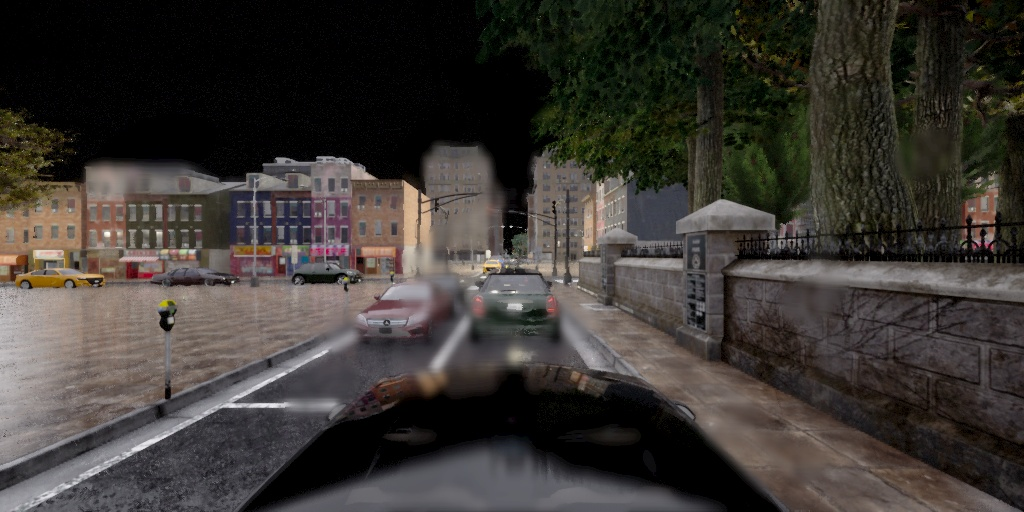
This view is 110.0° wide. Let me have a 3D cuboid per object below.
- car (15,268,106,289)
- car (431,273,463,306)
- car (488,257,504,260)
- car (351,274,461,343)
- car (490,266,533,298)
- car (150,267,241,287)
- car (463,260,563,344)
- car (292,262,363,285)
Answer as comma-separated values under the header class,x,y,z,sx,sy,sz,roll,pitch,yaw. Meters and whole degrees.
class,x,y,z,sx,sy,sz,roll,pitch,yaw
car,-32.791,1.625,26.135,5.008,1.535,1.882,-1,0,0
car,-2.638,1.315,13.288,1.948,1.339,4.313,0,0,0
car,-2.277,1.218,41.554,1.882,1.535,5.008,0,0,1
car,-2.638,1.331,9.625,1.802,1.307,4.207,0,0,0
car,-0.144,1.313,19.184,1.994,1.385,4.181,0,0,-5
car,-23.035,1.545,26.157,5.357,1.411,2.033,-1,0,0
car,0.073,1.101,9.740,2.097,1.767,4.553,0,0,0
car,-13.378,1.229,26.196,4.553,1.767,2.097,-1,0,0
